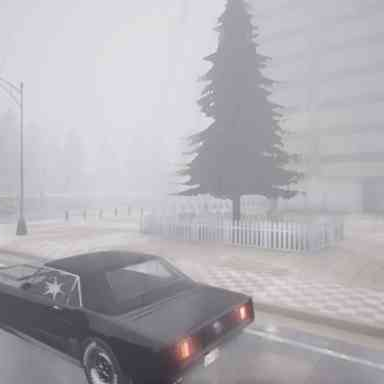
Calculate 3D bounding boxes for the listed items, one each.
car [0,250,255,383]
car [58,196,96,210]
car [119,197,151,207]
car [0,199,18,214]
[{"bbox_3d":[-1.571,1.600,5.130,4.718,1.301,1.895,0,0,36],"label":"car"},{"bbox_3d":[-14.550,1.341,42.086,2.097,1.767,4.553,0,0,36],"label":"car"},{"bbox_3d":[-8.538,1.536,50.412,2.033,1.411,5.357,0,0,36],"label":"car"},{"bbox_3d":[-20.448,1.467,33.912,1.882,1.535,5.008,0,0,36],"label":"car"}]
